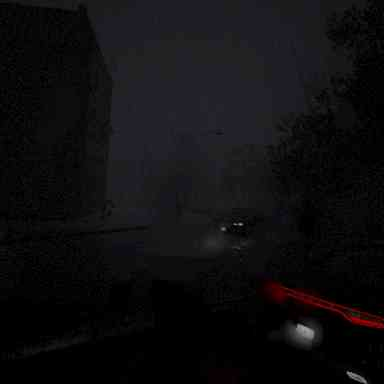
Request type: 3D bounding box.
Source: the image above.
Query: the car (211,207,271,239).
[{"bbox_3d":[2.797,1.602,18.028,2.128,1.511,4.902,2,-1,32],"label":"car"}]

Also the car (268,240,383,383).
[{"bbox_3d":[3.463,1.502,5.165,5.008,1.535,1.882,0,0,-30],"label":"car"}]

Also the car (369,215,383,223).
[{"bbox_3d":[30.562,4.268,52.125,4.892,1.490,1.837,2,-3,17],"label":"car"}]
